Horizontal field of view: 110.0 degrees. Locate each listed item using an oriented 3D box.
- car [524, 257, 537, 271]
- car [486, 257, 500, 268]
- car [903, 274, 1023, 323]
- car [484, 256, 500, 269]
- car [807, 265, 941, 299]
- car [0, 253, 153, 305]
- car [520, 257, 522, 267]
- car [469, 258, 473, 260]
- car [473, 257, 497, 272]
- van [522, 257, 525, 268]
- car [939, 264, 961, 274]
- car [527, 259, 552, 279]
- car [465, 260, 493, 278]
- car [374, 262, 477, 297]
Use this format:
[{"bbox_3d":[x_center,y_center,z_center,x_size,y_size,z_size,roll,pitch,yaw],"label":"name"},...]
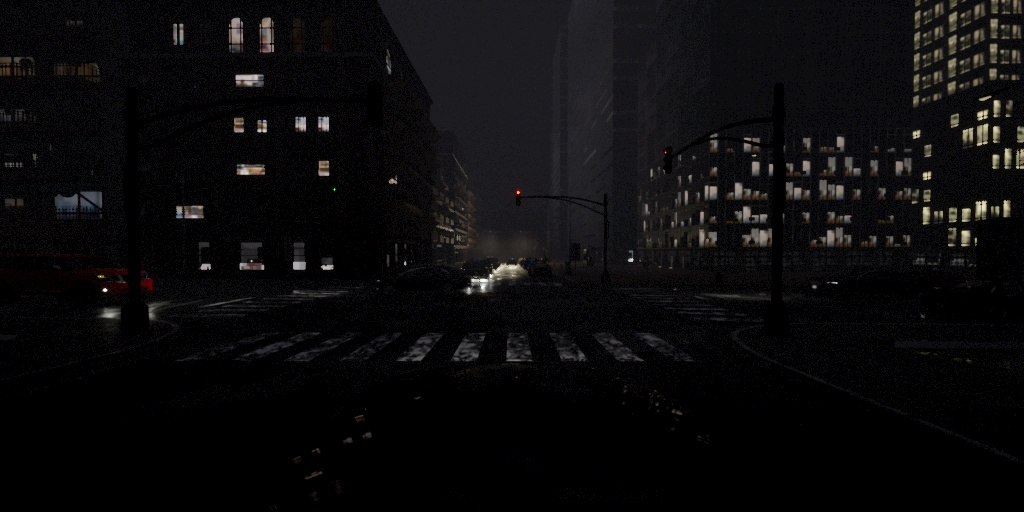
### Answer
[{"bbox_3d":[2.627,1.157,38.123,1.967,1.591,4.097,0,0,0],"label":"car"},{"bbox_3d":[-3.108,1.035,60.698,2.097,1.767,4.553,0,0,0],"label":"car"},{"bbox_3d":[16.706,1.445,12.181,4.403,1.370,2.007,0,0,1],"label":"car"},{"bbox_3d":[-3.124,1.052,50.790,2.097,1.767,4.553,0,0,0],"label":"car"},{"bbox_3d":[17.744,1.296,18.075,4.902,1.511,2.128,0,1,1],"label":"car"},{"bbox_3d":[-18.851,0.911,15.341,5.566,2.045,2.150,0,1,1],"label":"car"},{"bbox_3d":[2.613,1.238,55.061,1.888,1.381,4.507,0,0,0],"label":"car"},{"bbox_3d":[-5.730,1.268,49.375,1.948,1.339,4.313,0,0,0],"label":"car"},{"bbox_3d":[-3.130,1.218,41.554,1.837,1.490,4.892,0,0,0],"label":"car"},{"bbox_3d":[2.618,1.042,49.415,1.690,1.789,3.998,0,0,0],"label":"van"},{"bbox_3d":[23.358,1.229,20.734,4.097,1.591,1.967,0,0,1],"label":"car"},{"bbox_3d":[2.632,1.270,32.477,1.888,1.381,4.507,0,0,0],"label":"car"},{"bbox_3d":[-3.115,1.289,32.816,1.994,1.385,4.181,0,0,0],"label":"car"},{"bbox_3d":[-4.513,1.232,18.385,4.902,1.511,2.128,0,0,1],"label":"car"}]
